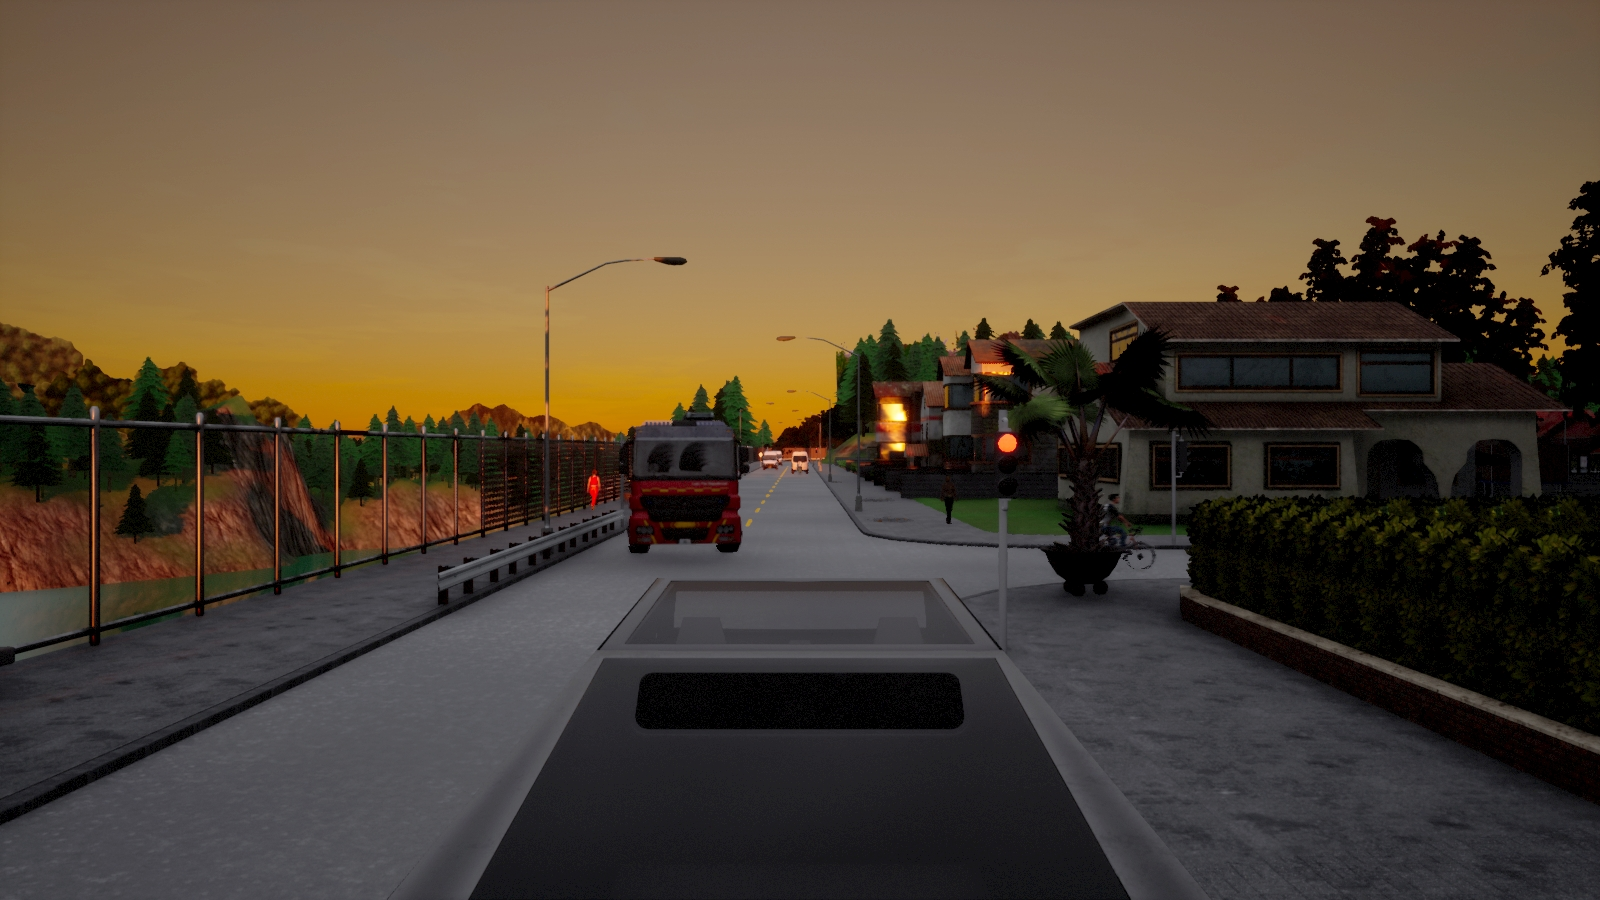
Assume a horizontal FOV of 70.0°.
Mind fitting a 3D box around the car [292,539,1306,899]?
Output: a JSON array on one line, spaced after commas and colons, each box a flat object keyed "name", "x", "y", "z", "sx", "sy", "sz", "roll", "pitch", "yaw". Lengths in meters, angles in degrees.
[{"name": "car", "x": -0.001, "y": 1.751, "z": 5.830, "sx": 2.390, "sy": 2.098, "sz": 6.274, "roll": 0, "pitch": 0, "yaw": 0}]

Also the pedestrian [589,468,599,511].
[{"name": "pedestrian", "x": -9.053, "y": 1.725, "z": 50.259, "sx": 0.375, "sy": 1.860, "sz": 0.375, "roll": 0, "pitch": 0, "yaw": 0}]

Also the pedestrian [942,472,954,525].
[{"name": "pedestrian", "x": 5.294, "y": 1.720, "z": 40.795, "sx": 0.375, "sy": 1.860, "sz": 0.375, "roll": 0, "pitch": 0, "yaw": 0}]

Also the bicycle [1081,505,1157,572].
[{"name": "bicycle", "x": 7.367, "y": 2.046, "z": 26.404, "sx": 1.643, "sy": 1.496, "sz": 0.373, "roll": 0, "pitch": 0, "yaw": 4}]

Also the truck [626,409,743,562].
[{"name": "truck", "x": -3.396, "y": 0.878, "z": 32.818, "sx": 2.891, "sy": 3.827, "sz": 8.468, "roll": 0, "pitch": 0, "yaw": -7}]
